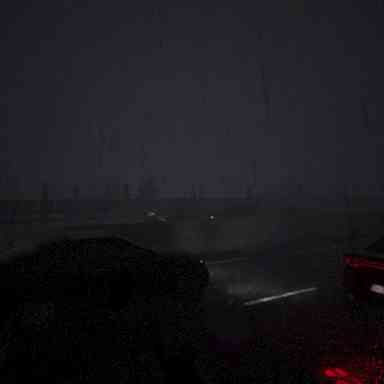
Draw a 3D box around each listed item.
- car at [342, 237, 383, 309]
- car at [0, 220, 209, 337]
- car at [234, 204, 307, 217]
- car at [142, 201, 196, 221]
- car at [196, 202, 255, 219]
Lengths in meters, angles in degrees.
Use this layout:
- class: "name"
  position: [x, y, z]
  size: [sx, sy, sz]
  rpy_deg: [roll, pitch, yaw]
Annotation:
- class: "car"
  position: [5.252, 1.463, 6.777]
  size: [5.008, 1.535, 1.882]
  rpy_deg: [0, 0, -30]
- class: "car"
  position: [-1.826, 1.503, 6.547]
  size: [4.674, 1.442, 1.812]
  rpy_deg: [0, 0, -34]
- class: "car"
  position: [5.021, 1.551, 18.785]
  size: [4.718, 1.301, 1.895]
  rpy_deg: [0, 0, -26]
- class: "car"
  position: [-1.051, 1.407, 23.466]
  size: [5.008, 1.535, 1.882]
  rpy_deg: [0, 0, -27]
- class: "car"
  position: [2.988, 1.444, 21.624]
  size: [4.892, 1.490, 1.837]
  rpy_deg: [0, 0, -26]
